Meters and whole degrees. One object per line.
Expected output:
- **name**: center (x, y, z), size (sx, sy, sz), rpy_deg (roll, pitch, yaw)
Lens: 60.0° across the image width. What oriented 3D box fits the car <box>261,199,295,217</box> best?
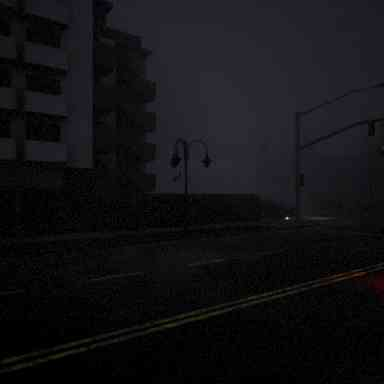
- **car**: center (7.818, 1.477, 32.198), size (1.882, 1.535, 5.008), rpy_deg (0, 0, -38)
